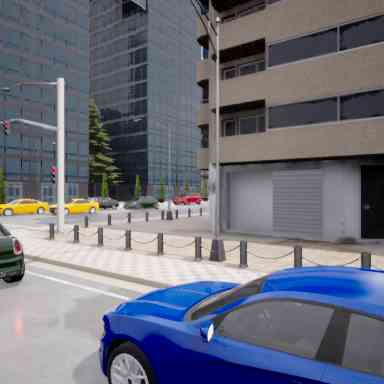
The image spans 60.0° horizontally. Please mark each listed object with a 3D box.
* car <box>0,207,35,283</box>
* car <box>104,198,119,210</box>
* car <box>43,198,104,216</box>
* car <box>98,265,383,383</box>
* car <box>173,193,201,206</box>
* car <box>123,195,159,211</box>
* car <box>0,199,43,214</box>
[{"bbox_3d":[-6.279,1.352,8.464,4.553,1.767,2.097,0,0,36],"label":"car"},{"bbox_3d":[-10.875,1.436,39.576,2.128,1.511,4.902,0,0,36],"label":"car"},{"bbox_3d":[-11.533,1.422,32.696,1.882,1.535,5.008,0,0,36],"label":"car"},{"bbox_3d":[1.217,1.478,3.124,5.008,1.535,1.882,0,0,36],"label":"car"},{"bbox_3d":[-0.715,1.162,53.586,2.150,2.045,5.566,0,0,36],"label":"car"},{"bbox_3d":[-6.121,1.297,40.173,2.097,1.767,4.553,0,0,36],"label":"car"},{"bbox_3d":[-16.389,1.422,31.967,1.882,1.535,5.008,0,0,36],"label":"car"}]
